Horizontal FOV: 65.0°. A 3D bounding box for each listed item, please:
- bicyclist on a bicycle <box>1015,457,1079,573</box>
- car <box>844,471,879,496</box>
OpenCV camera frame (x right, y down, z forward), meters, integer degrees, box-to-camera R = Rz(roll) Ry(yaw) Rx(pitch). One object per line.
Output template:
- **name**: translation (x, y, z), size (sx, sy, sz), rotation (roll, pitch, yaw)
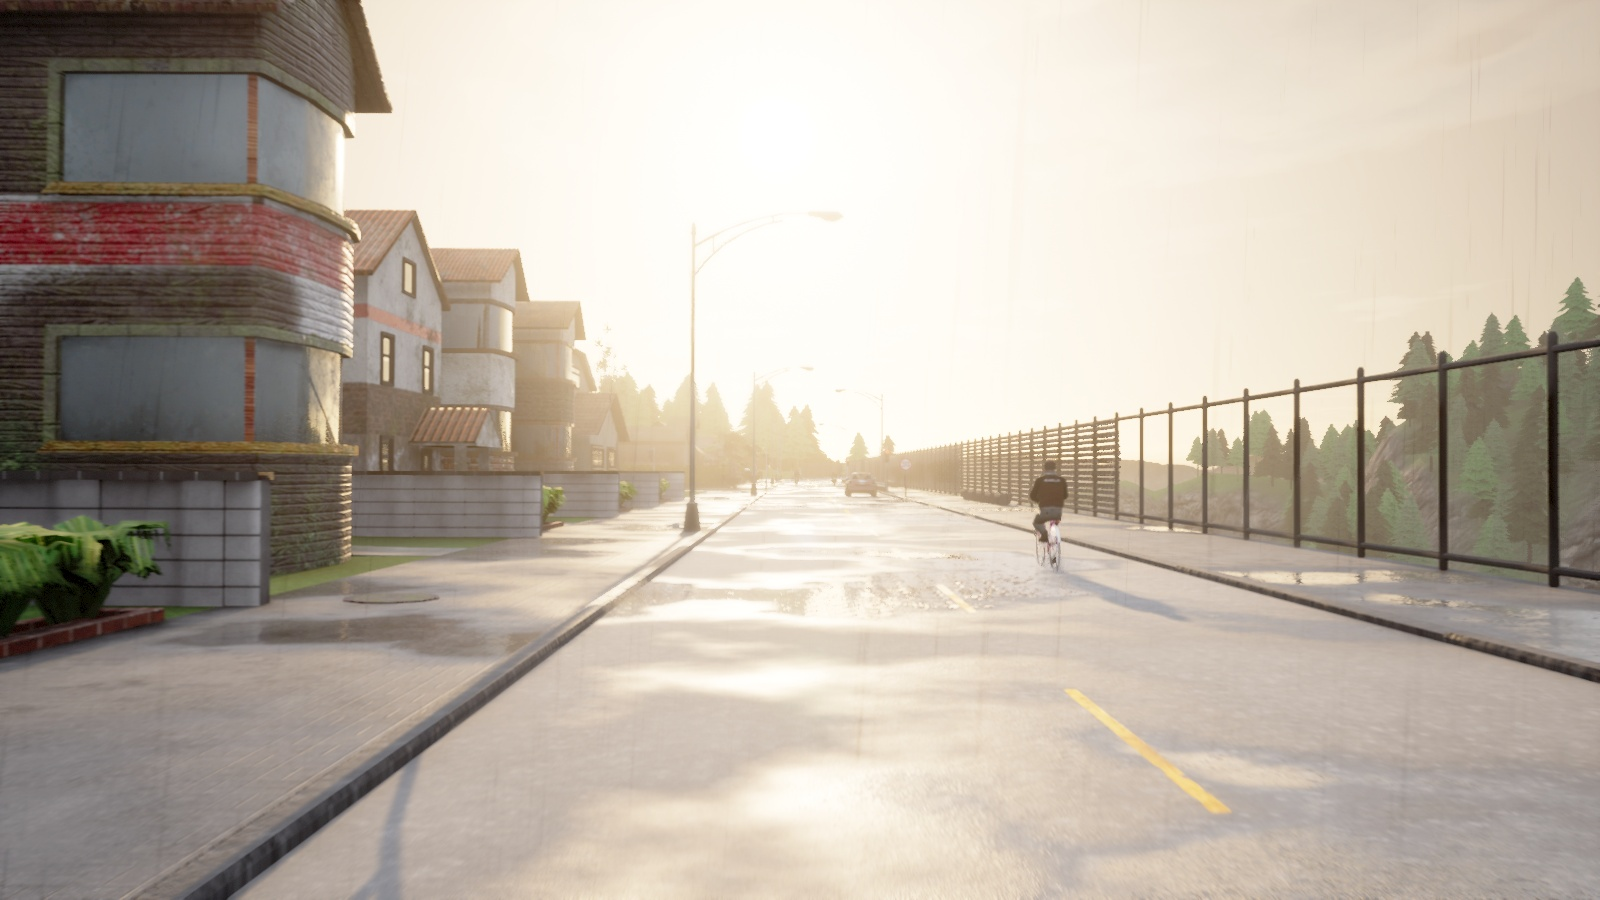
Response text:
- **bicyclist on a bicycle**: translation (3.950, 1.007, 20.190), size (0.659, 1.776, 1.843), rotation (0, -1, 0)
- **car**: translation (3.808, 2.075, 78.258), size (1.970, 1.475, 3.806), rotation (0, -1, 0)
